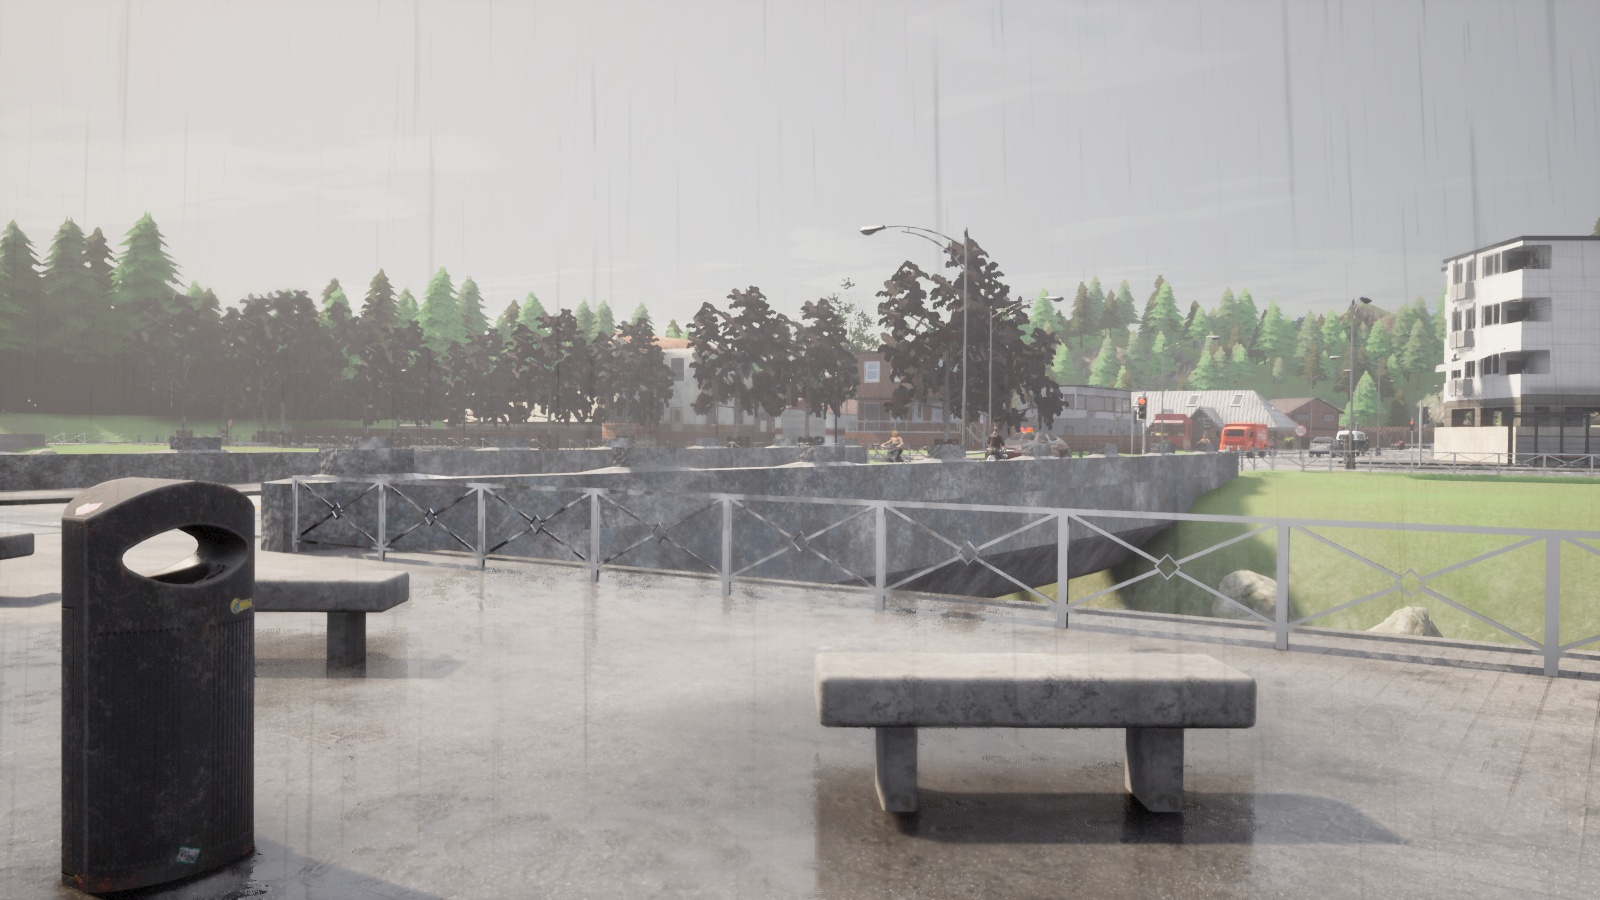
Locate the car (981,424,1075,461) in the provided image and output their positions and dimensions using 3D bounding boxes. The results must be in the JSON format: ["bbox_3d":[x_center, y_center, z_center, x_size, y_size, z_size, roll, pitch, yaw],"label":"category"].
[{"bbox_3d":[10.472,-0.368,57.403,2.152,1.651,5.027,0,1,38],"label":"car"}]

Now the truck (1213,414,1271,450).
[{"bbox_3d":[31.226,-1.248,88.597,2.627,2.467,5.204,0,1,34],"label":"truck"}]
